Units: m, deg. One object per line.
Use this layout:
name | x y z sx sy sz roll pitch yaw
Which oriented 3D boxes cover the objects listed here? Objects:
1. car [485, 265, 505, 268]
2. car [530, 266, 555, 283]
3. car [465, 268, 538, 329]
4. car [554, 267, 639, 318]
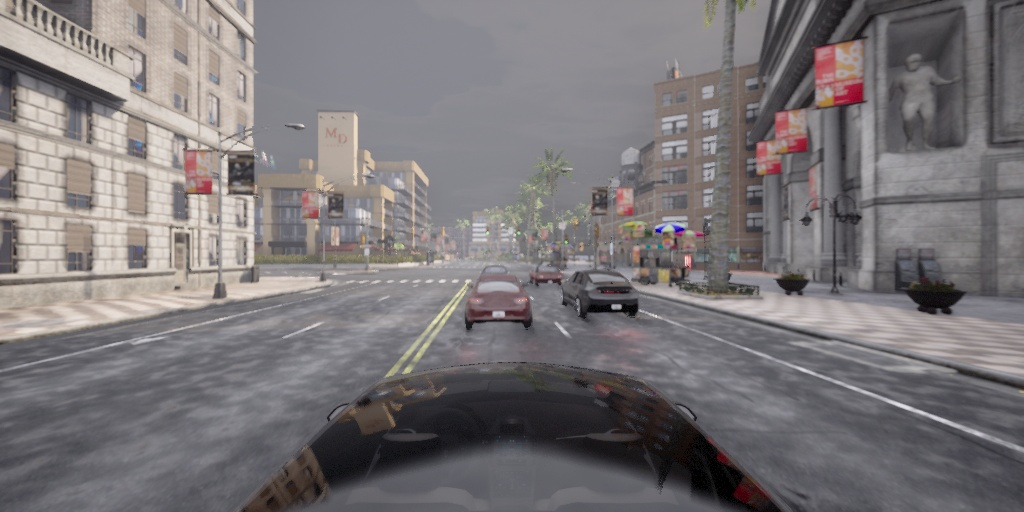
car | -1.082 1.294 22.871 2.033 1.411 5.357 0 0 -4
car | 2.303 1.342 24.941 1.895 1.301 4.718 0 0 -3
car | -0.439 1.275 11.178 1.812 1.442 4.674 0 0 -3
car | 2.969 1.247 13.010 1.837 1.490 4.892 0 0 -3
